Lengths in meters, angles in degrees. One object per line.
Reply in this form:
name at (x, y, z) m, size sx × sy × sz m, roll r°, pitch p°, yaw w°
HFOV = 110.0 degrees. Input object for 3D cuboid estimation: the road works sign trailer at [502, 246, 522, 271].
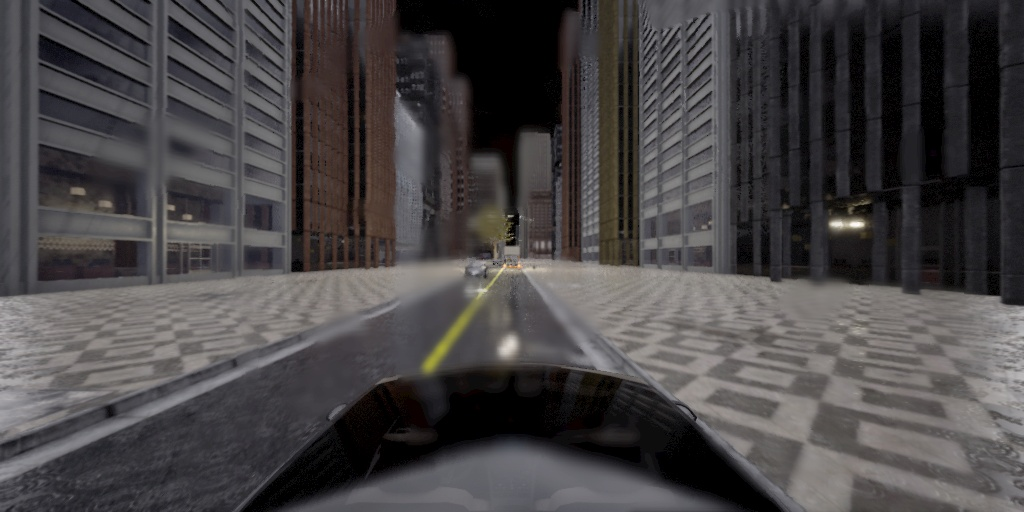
road works sign trailer at (-0.014, 0.264, 49.958) m, size 2.380 × 3.560 × 2.880 m, roll 0°, pitch 0°, yaw 0°

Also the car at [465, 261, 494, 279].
car at (-3.102, 1.267, 32.634) m, size 2.128 × 1.511 × 4.902 m, roll 0°, pitch 0°, yaw 0°
